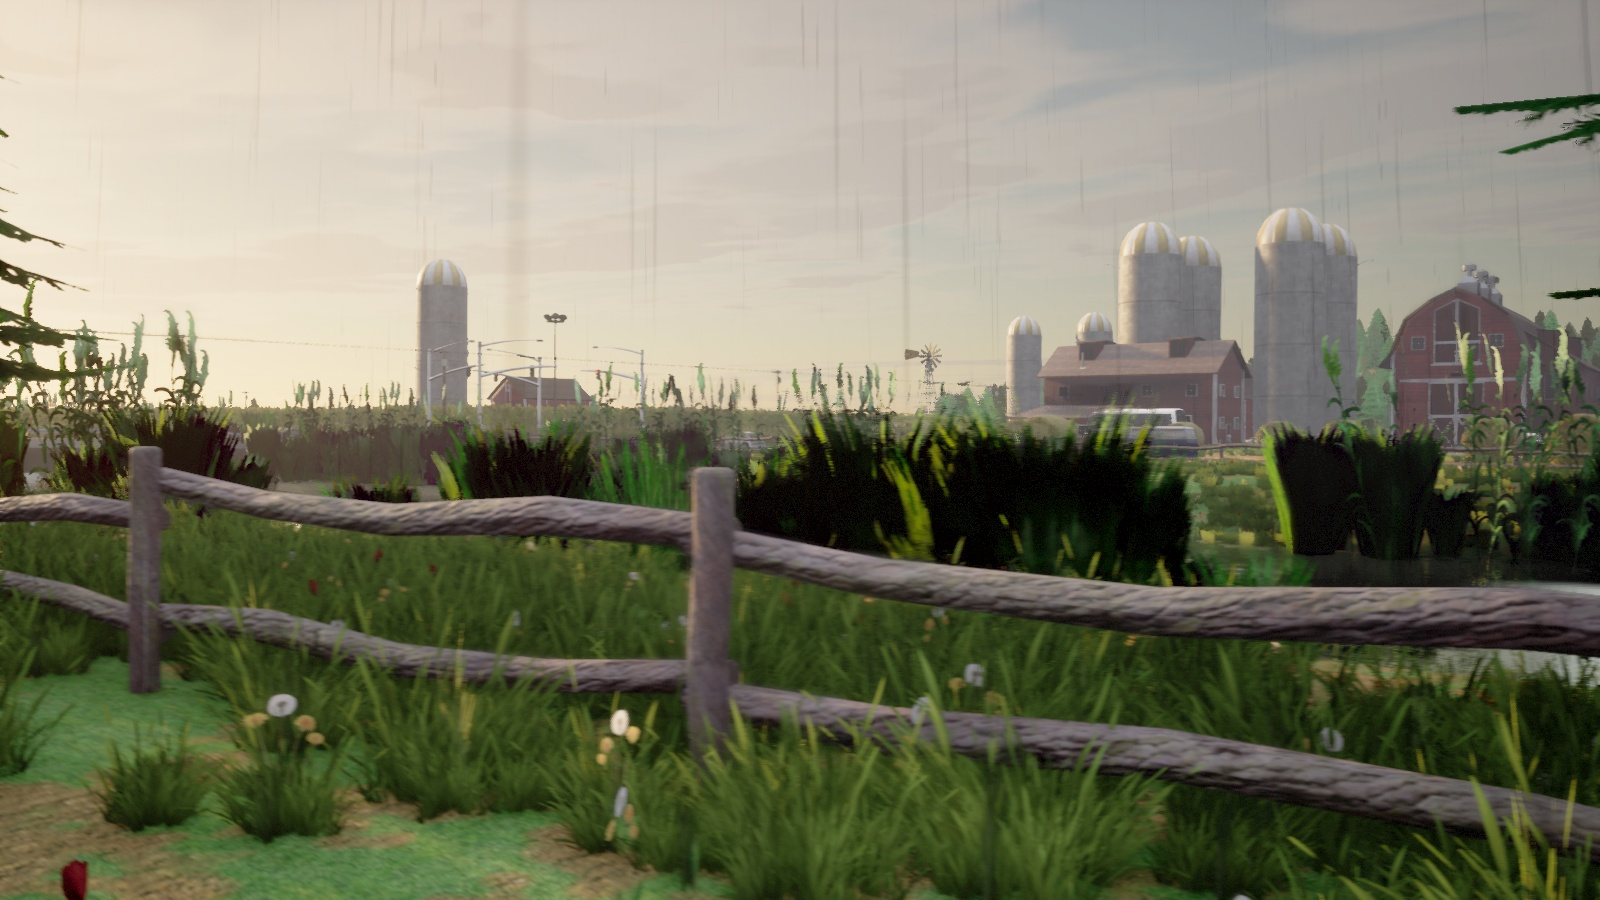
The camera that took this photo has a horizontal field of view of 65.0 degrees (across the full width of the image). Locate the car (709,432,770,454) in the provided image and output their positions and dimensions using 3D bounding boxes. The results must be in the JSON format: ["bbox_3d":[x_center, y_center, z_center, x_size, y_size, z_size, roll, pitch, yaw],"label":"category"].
[{"bbox_3d":[-4.164,-0.472,86.194,3.806,1.475,1.970,0,1,41],"label":"car"}]

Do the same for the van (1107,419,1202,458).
[{"bbox_3d":[18.655,-0.619,66.174,4.442,1.987,1.775,0,1,41],"label":"van"}]
